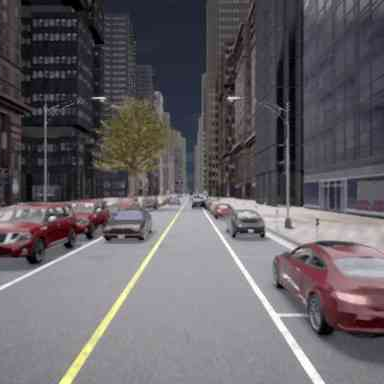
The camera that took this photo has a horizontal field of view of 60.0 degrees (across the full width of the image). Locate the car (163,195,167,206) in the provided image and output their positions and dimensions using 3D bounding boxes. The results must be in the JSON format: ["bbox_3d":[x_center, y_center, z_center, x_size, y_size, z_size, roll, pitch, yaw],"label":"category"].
[{"bbox_3d":[-5.740,1.684,57.391,1.752,1.417,4.829,0,0,0],"label":"car"}]

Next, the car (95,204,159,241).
[{"bbox_3d":[-3.093,1.592,17.198,2.033,1.411,5.357,0,0,0],"label":"car"}]

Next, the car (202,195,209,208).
[{"bbox_3d":[2.781,1.564,46.211,1.967,1.590,4.097,0,0,0],"label":"car"}]

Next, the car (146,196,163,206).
[{"bbox_3d":[-5.744,1.439,46.206,2.192,1.841,5.009,0,0,0],"label":"car"}]

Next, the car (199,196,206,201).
[{"bbox_3d":[2.799,1.814,91.631,1.887,1.381,4.507,0,0,0],"label":"car"}]

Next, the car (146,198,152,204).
[{"bbox_3d":[-5.749,1.642,34.851,2.008,1.369,4.403,0,0,0],"label":"car"}]

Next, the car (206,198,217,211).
[{"bbox_3d":[2.776,1.617,35.025,1.752,1.417,4.829,0,0,0],"label":"car"}]

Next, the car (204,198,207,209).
[{"bbox_3d":[2.778,1.689,40.533,1.802,1.307,4.206,0,0,0],"label":"car"}]

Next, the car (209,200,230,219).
[{"bbox_3d":[2.774,1.658,29.178,1.802,1.307,4.206,0,0,0],"label":"car"}]

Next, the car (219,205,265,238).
[{"bbox_3d":[2.769,1.597,17.823,2.008,1.369,4.403,0,0,0],"label":"car"}]

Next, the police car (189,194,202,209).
[{"bbox_3d":[0.920,1.553,47.377,1.930,1.638,5.238,0,0,0],"label":"police car"}]

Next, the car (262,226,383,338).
[{"bbox_3d":[2.765,1.599,6.467,1.802,1.307,4.206,0,0,0],"label":"car"}]

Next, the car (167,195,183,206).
[{"bbox_3d":[-3.029,1.726,58.636,1.994,1.385,4.181,0,0,1],"label":"car"}]

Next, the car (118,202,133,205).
[{"bbox_3d":[-5.753,1.627,23.497,1.947,1.339,4.313,0,0,0],"label":"car"}]

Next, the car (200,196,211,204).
[{"bbox_3d":[2.790,1.634,68.921,1.967,1.590,4.097,0,0,0],"label":"car"}]

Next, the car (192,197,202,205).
[{"bbox_3d":[0.862,1.683,63.267,1.837,1.490,4.892,0,0,0],"label":"car"}]

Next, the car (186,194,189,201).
[{"bbox_3d":[0.034,1.590,81.597,2.033,1.411,5.357,0,0,0],"label":"car"}]

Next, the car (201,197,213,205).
[{"bbox_3d":[2.788,1.727,63.243,2.008,1.369,4.403,0,0,0],"label":"car"}]

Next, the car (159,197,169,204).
[{"bbox_3d":[-5.735,1.777,68.915,1.802,1.307,4.206,0,0,0],"label":"car"}]

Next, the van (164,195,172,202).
[{"bbox_3d":[-5.731,1.572,80.271,1.690,1.788,3.998,0,0,0],"label":"van"}]

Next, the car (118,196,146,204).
[{"bbox_3d":[-5.751,1.391,29.175,2.192,1.841,5.009,0,0,0],"label":"car"}]

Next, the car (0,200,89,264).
[{"bbox_3d":[-5.758,1.347,12.143,2.192,1.841,5.009,0,0,0],"label":"car"}]

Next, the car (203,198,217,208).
[{"bbox_3d":[2.783,1.707,51.888,1.947,1.339,4.313,0,0,0],"label":"car"}]

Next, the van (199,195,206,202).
[{"bbox_3d":[2.797,1.591,85.955,1.690,1.788,3.998,0,0,0],"label":"van"}]

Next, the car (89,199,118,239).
[{"bbox_3d":[-5.756,1.361,17.820,2.192,1.841,5.009,0,0,0],"label":"car"}]
